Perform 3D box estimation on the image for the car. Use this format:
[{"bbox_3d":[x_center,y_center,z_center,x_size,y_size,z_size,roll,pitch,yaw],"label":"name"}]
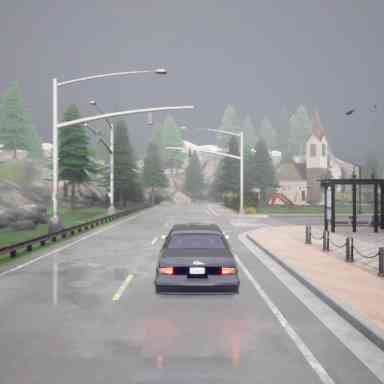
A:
[{"bbox_3d":[0.098,1.547,8.849,2.033,1.411,5.357,0,0,0],"label":"car"}]
